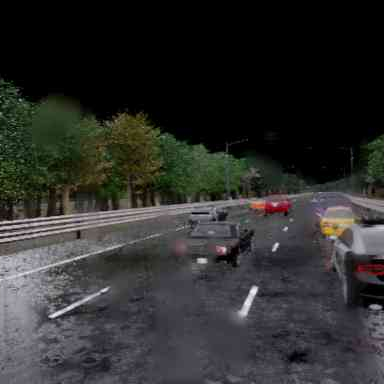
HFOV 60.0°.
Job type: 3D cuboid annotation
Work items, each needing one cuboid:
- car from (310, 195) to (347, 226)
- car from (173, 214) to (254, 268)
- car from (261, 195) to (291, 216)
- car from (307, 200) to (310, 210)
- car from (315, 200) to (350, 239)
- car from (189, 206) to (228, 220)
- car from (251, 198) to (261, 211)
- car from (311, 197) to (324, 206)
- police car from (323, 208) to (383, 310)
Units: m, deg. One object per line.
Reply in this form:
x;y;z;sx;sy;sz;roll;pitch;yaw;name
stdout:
9.382;1.214;22.503;2.150;2.045;5.566;-2;-1;20;car
1.004;1.700;11.757;1.895;1.301;4.718;-2;-1;18;car
8.766;1.350;33.811;2.150;2.045;5.566;-2;-1;21;car
15.751;1.564;42.543;1.812;1.442;4.674;-2;-1;22;car
7.491;1.438;17.074;1.801;1.575;5.366;-2;-1;19;car
1.272;1.706;23.335;2.128;1.511;4.902;-2;-1;19;car
9.335;1.587;45.014;2.097;1.767;4.553;-2;-1;21;car
20.770;1.569;55.079;1.812;1.442;4.674;-2;-1;23;car
4.332;1.393;7.664;1.930;1.638;5.238;-2;-1;18;police car
